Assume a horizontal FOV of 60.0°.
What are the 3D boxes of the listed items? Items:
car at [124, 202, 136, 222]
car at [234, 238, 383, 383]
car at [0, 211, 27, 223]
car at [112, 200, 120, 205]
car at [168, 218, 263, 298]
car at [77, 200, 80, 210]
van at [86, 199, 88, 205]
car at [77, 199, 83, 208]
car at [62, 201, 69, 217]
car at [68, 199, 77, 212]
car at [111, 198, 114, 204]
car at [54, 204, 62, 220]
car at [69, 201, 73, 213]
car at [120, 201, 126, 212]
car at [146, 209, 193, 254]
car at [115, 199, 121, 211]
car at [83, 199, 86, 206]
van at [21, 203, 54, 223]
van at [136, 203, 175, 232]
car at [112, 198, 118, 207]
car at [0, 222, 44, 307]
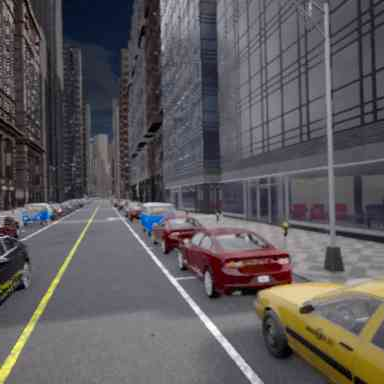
[{"bbox_3d":[-4.893,1.890,30.313,1.887,1.381,4.507,-1,0,-15],"label":"car"},{"bbox_3d":[2.211,1.498,3.396,1.752,1.417,4.829,-1,0,-15],"label":"car"},{"bbox_3d":[-10.272,1.924,17.295,1.887,1.381,4.507,-1,0,-15],"label":"car"},{"bbox_3d":[-20.615,2.765,89.890,1.802,1.307,4.206,-1,-1,-15],"label":"car"},{"bbox_3d":[0.825,1.590,8.648,1.887,1.381,4.507,-1,0,-15],"label":"car"},{"bbox_3d":[-20.277,2.471,55.205,1.947,1.339,4.313,-1,-1,-15],"label":"car"},{"bbox_3d":[-27.428,2.629,82.285,1.690,1.788,3.998,-1,-1,-15],"label":"van"},{"bbox_3d":[-21.711,2.296,60.623,2.192,1.841,5.009,-1,-1,-15],"label":"car"},{"bbox_3d":[-15.991,2.119,38.959,1.967,1.590,4.097,-1,0,-15],"label":"car"},{"bbox_3d":[-18.850,2.270,49.790,1.967,1.590,4.097,-1,0,-15],"label":"car"},{"bbox_3d":[-16.328,2.515,73.642,1.947,1.339,4.313,-1,-1,-15],"label":"car"},{"bbox_3d":[-14.559,2.186,33.541,1.802,1.307,4.206,-1,0,-15],"label":"car"},{"bbox_3d":[-17.418,2.320,44.373,1.947,1.339,4.313,-1,0,-15],"label":"car"},{"bbox_3d":[-6.324,1.860,35.730,1.967,1.590,4.097,-1,0,-15],"label":"car"},{"bbox_3d":[-0.604,1.665,14.064,1.887,1.381,4.507,-1,0,-15],"label":"car"},{"bbox_3d":[-10.610,2.191,51.977,1.887,1.381,4.507,-1,0,-15],"label":"car"},{"bbox_3d":[-24.570,2.448,71.454,2.192,1.841,5.009,-1,-1,-15],"label":"car"},{"bbox_3d":[-13.135,1.870,28.128,1.690,1.788,3.998,-1,0,-15],"label":"van"},{"bbox_3d":[-2.038,1.536,19.482,1.690,1.788,3.998,-1,0,-15],"label":"van"},{"bbox_3d":[-14.898,2.439,68.226,1.947,1.339,4.313,-1,-1,-15],"label":"car"},{"bbox_3d":[-4.617,1.655,6.676,2.128,1.511,4.902,-1,-1,-15],"label":"car"}]
